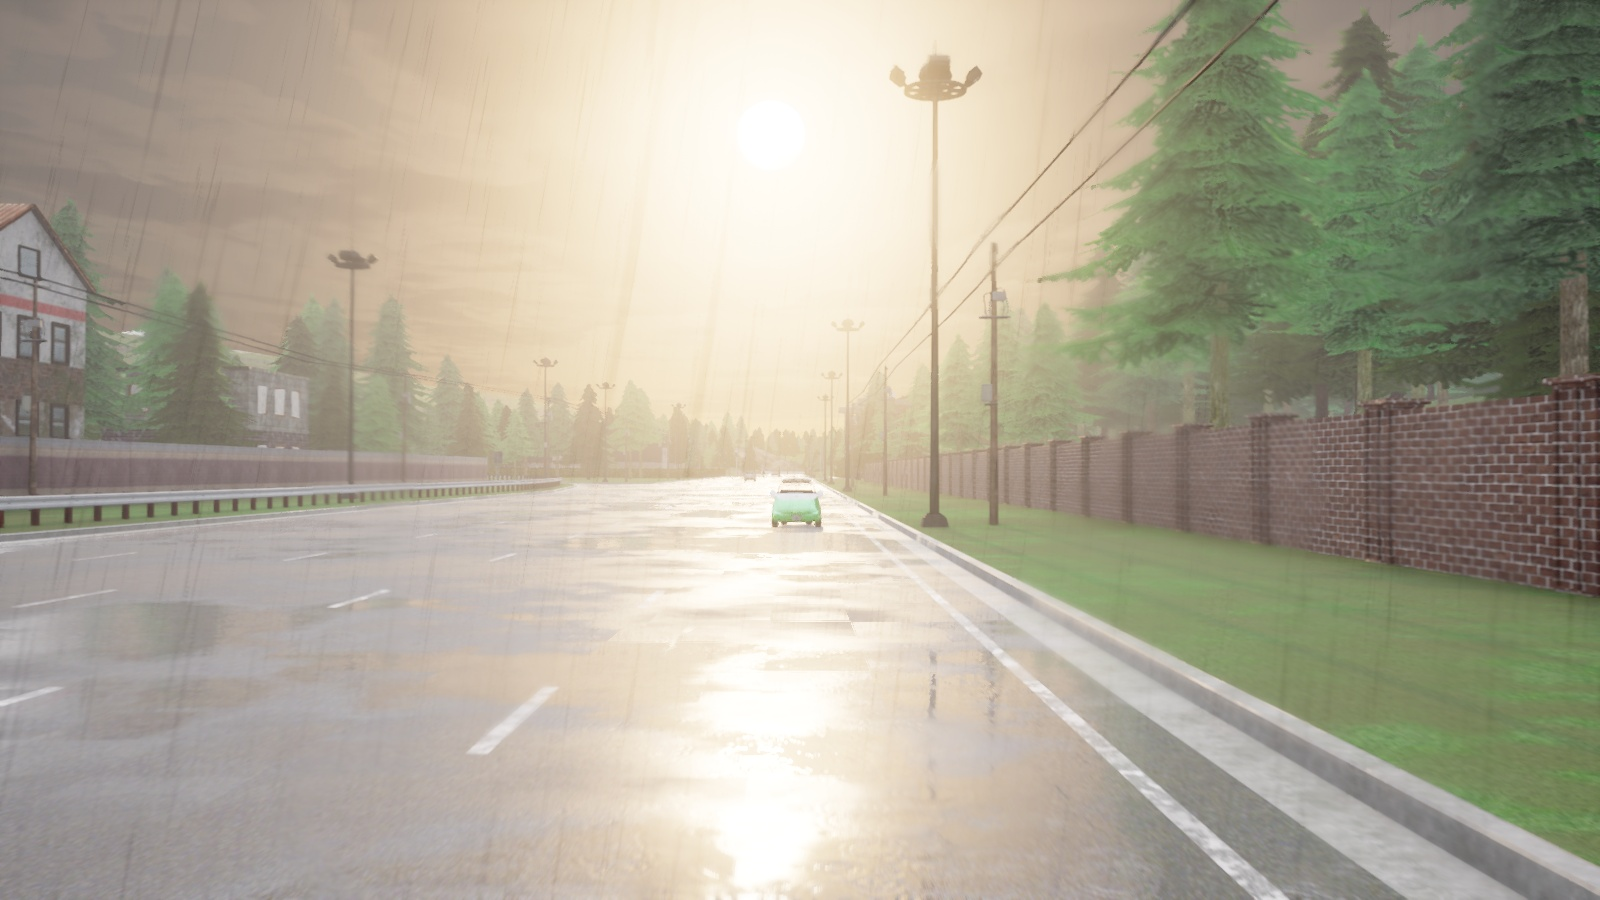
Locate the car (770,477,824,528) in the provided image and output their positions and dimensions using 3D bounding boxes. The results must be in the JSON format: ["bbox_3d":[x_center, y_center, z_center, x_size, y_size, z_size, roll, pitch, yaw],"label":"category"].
[{"bbox_3d":[-0.084,1.459,35.211,1.481,1.376,2.207,0,-1,0],"label":"car"}]
